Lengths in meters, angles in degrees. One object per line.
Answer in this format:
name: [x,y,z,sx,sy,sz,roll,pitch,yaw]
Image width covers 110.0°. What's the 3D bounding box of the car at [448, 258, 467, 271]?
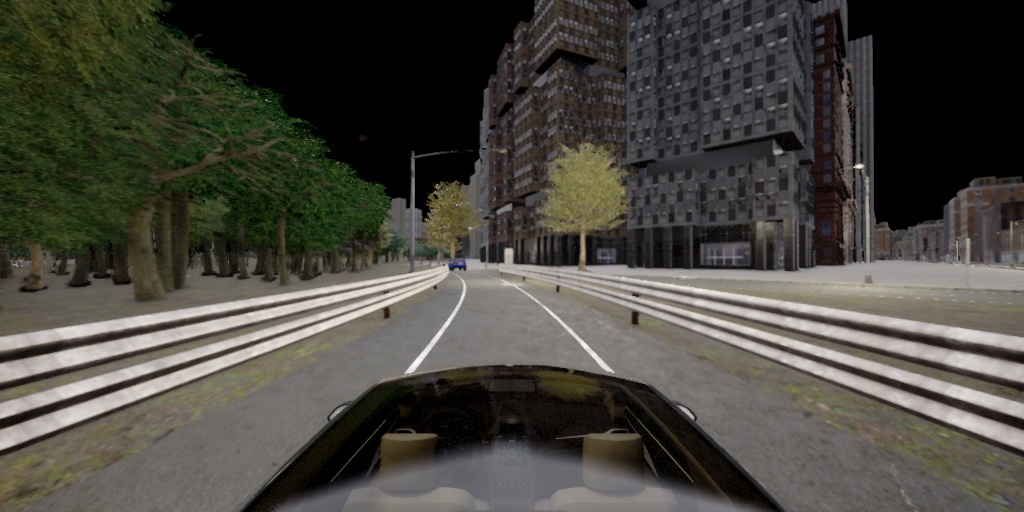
car: [-8.448,1.281,55.099,2.150,2.045,5.566,0,0,-20]
